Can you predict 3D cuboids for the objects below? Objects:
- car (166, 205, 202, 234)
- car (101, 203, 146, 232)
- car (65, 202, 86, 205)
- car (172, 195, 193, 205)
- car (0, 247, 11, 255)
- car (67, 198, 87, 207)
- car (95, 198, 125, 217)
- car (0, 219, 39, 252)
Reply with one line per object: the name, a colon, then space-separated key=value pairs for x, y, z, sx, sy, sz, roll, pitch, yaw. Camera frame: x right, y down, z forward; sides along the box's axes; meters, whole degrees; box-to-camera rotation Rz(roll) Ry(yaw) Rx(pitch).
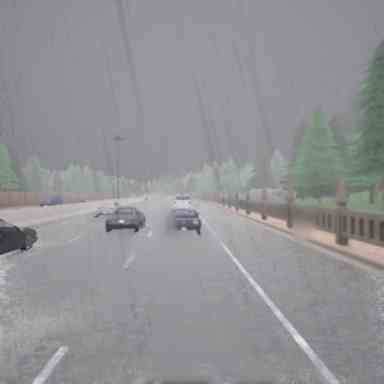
car: x=-0.486 y=1.648 z=19.634 sx=1.895 sy=1.301 sz=4.718 roll=0 pitch=0 yaw=-2
car: x=-4.026 y=1.628 z=20.710 sx=1.994 sy=1.385 sz=4.181 roll=0 pitch=0 yaw=-2
car: x=-15.455 y=1.713 z=43.616 sx=2.033 sy=1.411 sz=5.357 roll=0 pitch=0 yaw=-2
car: x=-1.085 y=1.313 z=38.172 sx=2.150 sy=2.045 sz=5.566 roll=0 pitch=0 yaw=-2
car: x=-3.536 y=1.547 z=2.453 sx=1.812 sy=1.442 sz=4.674 roll=0 pitch=0 yaw=-1
car: x=-19.322 y=1.774 z=56.193 sx=1.994 sy=1.385 sz=4.181 roll=0 pitch=0 yaw=-1
car: x=-7.904 y=1.632 z=32.058 sx=1.812 sy=1.442 sz=4.674 roll=0 pitch=0 yaw=-2
car: x=-7.224 y=1.604 z=11.339 sx=2.033 sy=1.411 sz=5.357 roll=0 pitch=0 yaw=-2
